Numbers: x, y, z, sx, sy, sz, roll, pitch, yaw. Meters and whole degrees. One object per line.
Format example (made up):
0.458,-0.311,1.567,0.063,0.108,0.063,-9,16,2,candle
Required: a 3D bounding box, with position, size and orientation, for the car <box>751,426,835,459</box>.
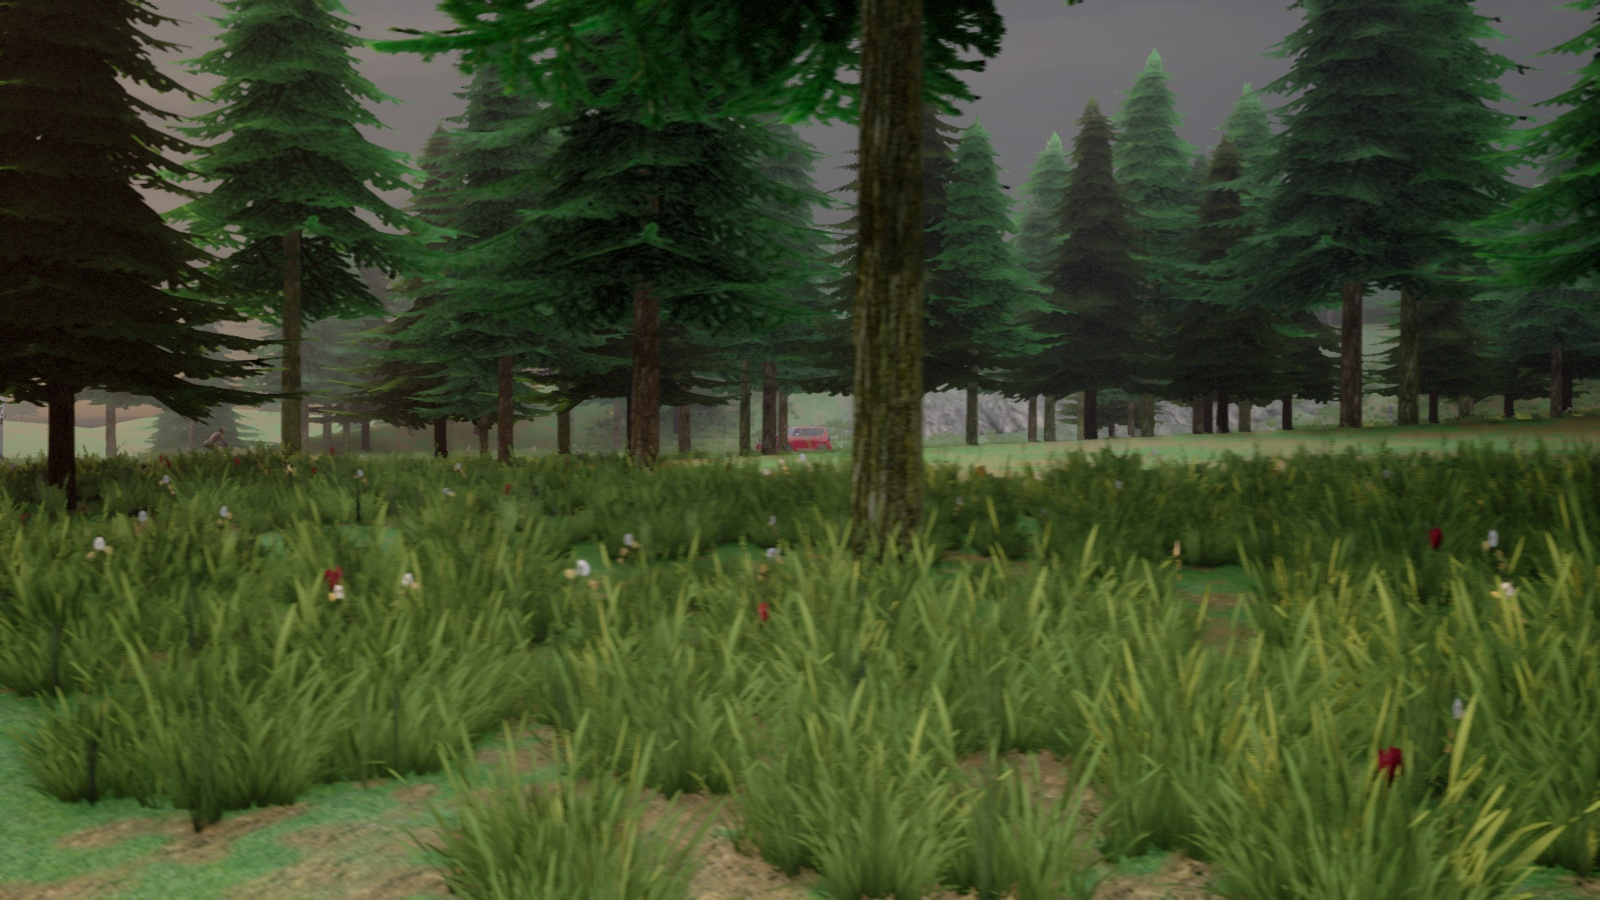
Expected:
-0.383,-0.506,80.553,2.150,2.045,5.566,0,1,43,car
